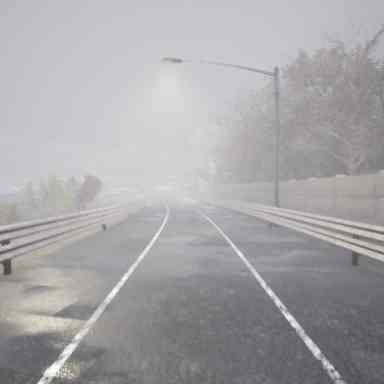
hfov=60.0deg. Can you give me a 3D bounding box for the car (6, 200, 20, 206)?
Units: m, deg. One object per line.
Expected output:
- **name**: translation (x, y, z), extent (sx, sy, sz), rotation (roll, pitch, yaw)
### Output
- **car**: translation (-31.257, 2.109, 56.920), extent (1.812, 1.442, 4.674), rotation (1, 4, 15)
